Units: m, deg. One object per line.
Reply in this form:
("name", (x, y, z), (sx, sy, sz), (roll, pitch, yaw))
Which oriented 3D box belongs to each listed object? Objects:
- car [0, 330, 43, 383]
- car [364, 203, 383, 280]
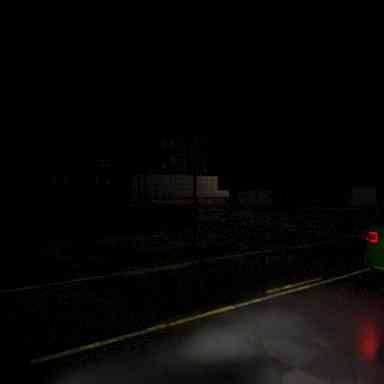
("car", (-3.178, 1.602, 1.486), (4.718, 1.301, 1.895), (0, 0, -36))
("car", (6.691, 1.218, 8.667), (5.566, 2.045, 2.150), (0, 0, -36))
